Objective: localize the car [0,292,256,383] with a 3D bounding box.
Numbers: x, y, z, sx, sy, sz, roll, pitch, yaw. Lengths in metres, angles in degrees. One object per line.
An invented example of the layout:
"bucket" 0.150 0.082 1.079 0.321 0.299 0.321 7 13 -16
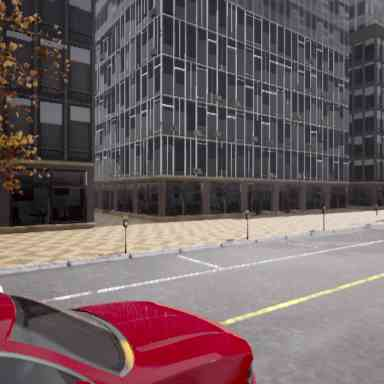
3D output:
"car" -1.706 1.471 2.217 5.008 1.535 1.882 0 0 -36
